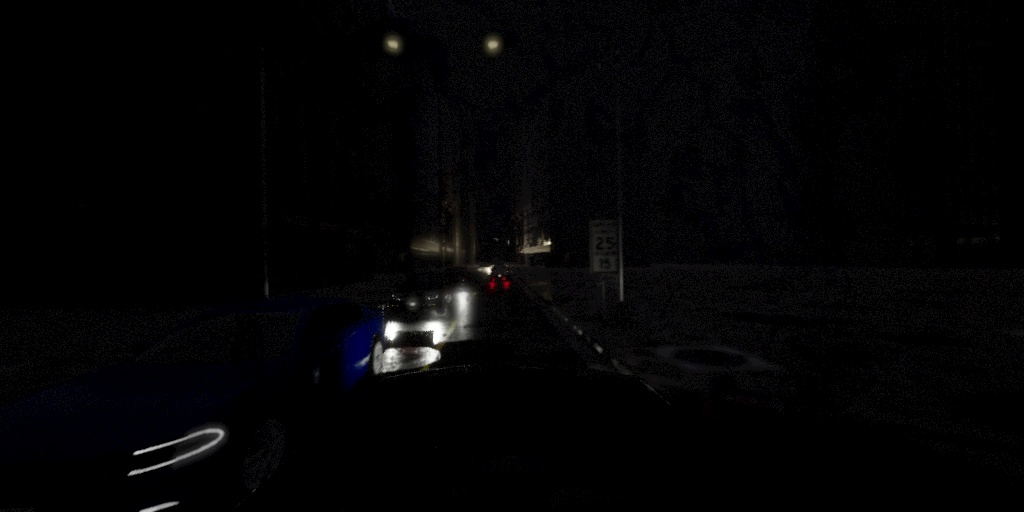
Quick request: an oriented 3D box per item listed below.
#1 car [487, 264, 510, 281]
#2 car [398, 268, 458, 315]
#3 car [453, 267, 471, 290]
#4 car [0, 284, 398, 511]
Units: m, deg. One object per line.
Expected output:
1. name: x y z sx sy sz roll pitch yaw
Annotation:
1. car: -1.206 1.627 35.621 1.812 1.442 4.674 -1 -1 -2
2. car: -3.531 1.440 14.807 1.837 1.490 4.892 -1 -1 -2
3. car: -3.934 1.549 25.175 1.837 1.490 4.892 -1 -1 -2
4. car: -3.122 1.306 4.625 1.882 1.535 5.008 -1 -1 -4
